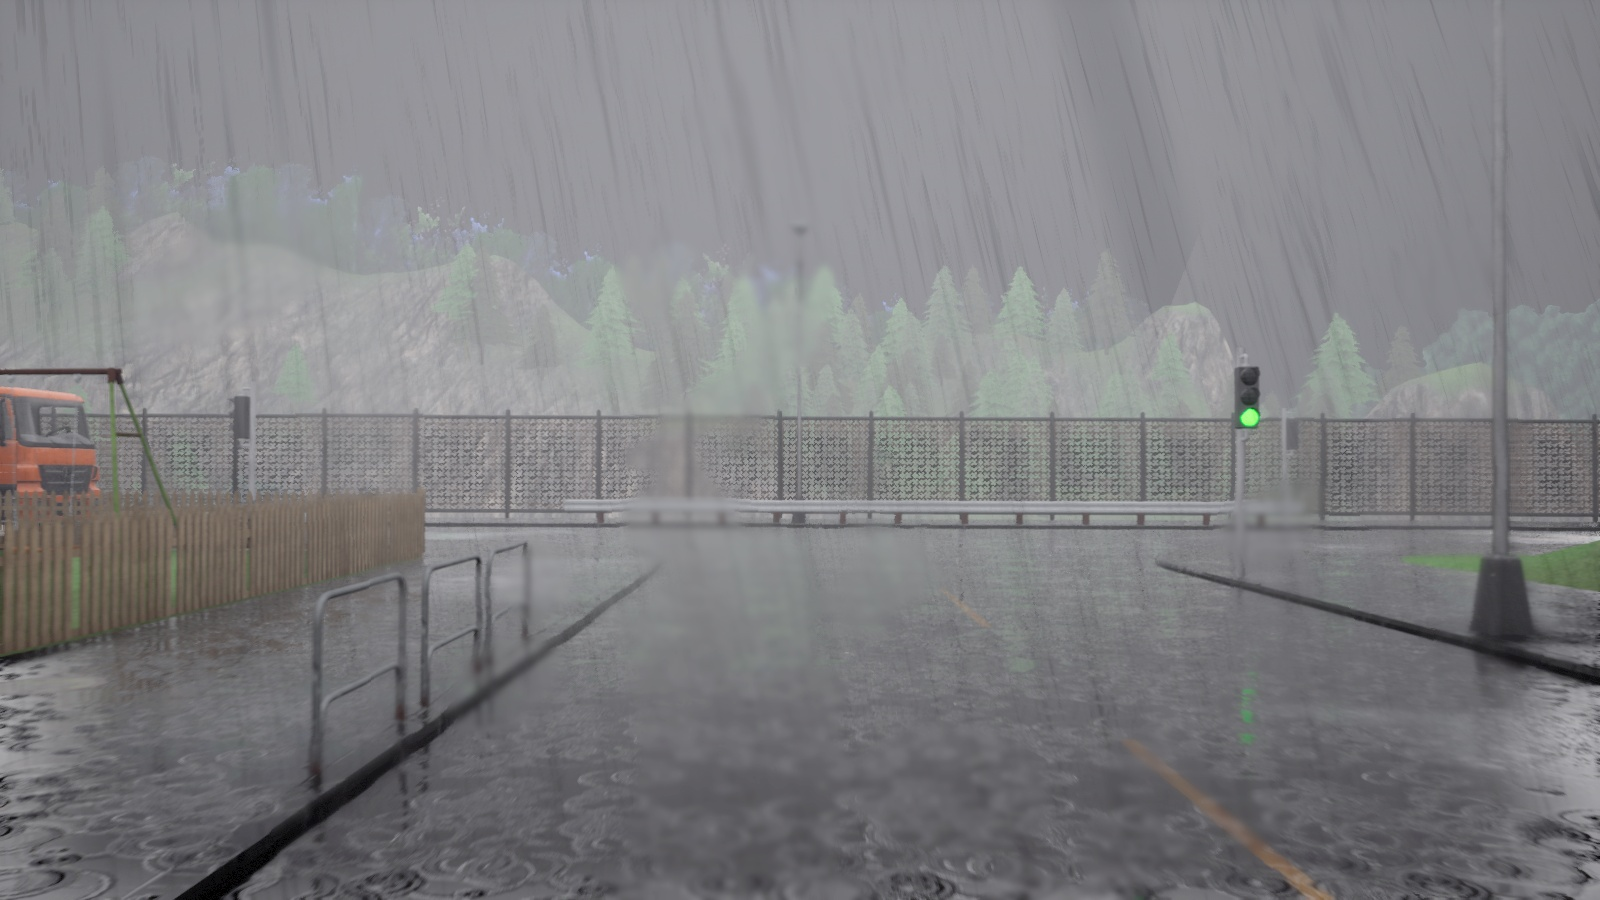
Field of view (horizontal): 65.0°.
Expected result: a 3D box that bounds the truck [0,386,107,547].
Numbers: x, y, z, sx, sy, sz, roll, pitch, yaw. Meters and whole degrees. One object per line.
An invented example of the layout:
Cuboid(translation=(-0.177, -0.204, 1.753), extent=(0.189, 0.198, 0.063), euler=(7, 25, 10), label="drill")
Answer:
Cuboid(translation=(-20.457, 0.391, 28.432), extent=(7.936, 3.462, 2.891), euler=(0, -1, 0), label="truck")
